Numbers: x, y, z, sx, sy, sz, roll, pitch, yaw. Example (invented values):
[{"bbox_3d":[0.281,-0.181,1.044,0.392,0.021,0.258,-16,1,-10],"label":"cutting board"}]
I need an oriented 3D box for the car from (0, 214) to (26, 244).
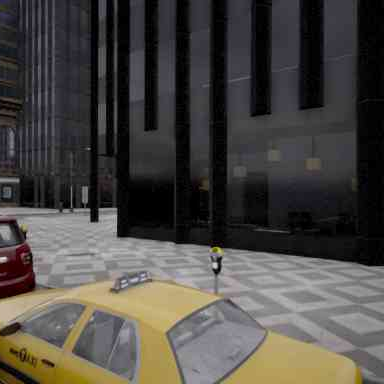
[{"bbox_3d":[-5.120,1.313,6.569,5.009,1.841,2.192,0,0,35],"label":"car"}]

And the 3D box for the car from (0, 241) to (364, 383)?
[{"bbox_3d":[-0.826,1.525,3.540,4.829,1.417,1.752,0,0,35],"label":"car"}]
